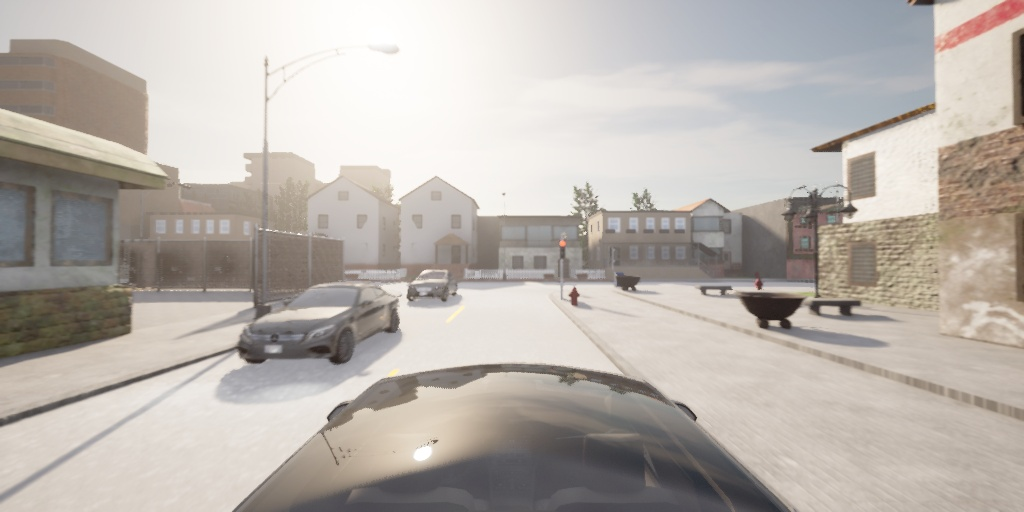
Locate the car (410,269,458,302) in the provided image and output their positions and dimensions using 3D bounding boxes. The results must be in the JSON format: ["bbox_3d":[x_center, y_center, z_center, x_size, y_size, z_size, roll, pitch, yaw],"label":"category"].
[{"bbox_3d":[-4.001,1.469,18.693,2.128,1.511,4.902,0,-1,0],"label":"car"}]

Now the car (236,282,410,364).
[{"bbox_3d":[-4.084,1.366,8.479,1.812,1.442,4.674,0,-1,0],"label":"car"}]
